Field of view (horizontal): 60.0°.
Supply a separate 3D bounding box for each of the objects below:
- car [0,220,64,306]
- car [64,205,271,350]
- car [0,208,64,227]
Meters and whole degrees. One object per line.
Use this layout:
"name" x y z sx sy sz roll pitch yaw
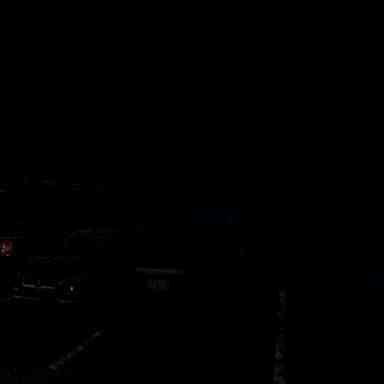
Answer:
"car" -2.143 1.550 8.375 2.231 1.521 4.892 0 -1 16
"car" 0.309 1.270 6.644 2.435 2.045 5.566 -1 -1 16
"car" -4.615 1.452 10.101 2.185 1.767 4.553 -1 -1 15
